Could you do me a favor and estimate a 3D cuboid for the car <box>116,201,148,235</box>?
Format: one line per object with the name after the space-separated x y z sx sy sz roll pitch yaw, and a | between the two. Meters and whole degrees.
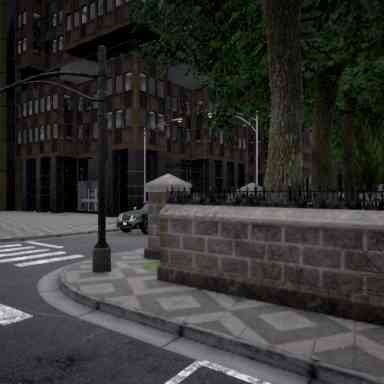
-2.395 1.583 22.018 2.150 2.045 5.566 0 -1 35 | car
